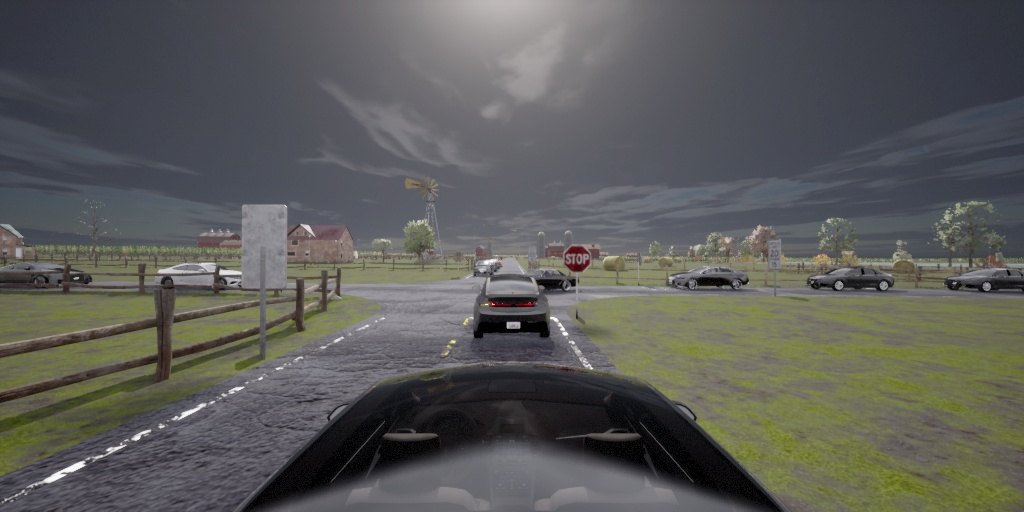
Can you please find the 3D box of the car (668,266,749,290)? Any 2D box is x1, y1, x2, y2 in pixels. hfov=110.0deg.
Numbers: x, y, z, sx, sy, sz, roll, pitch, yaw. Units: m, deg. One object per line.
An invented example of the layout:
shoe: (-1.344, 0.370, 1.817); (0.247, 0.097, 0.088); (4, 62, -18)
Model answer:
car: (12.797, 1.397, 23.468); (4.902, 1.511, 2.128); (1, -1, -2)

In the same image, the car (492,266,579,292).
car: (1.499, 1.369, 20.239); (4.718, 1.301, 1.895); (1, 0, -35)

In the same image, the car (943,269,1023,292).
car: (31.702, 1.587, 23.760); (4.892, 1.490, 1.837); (1, -1, -1)

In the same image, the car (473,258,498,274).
car: (-2.860, 1.243, 36.879); (2.128, 1.511, 4.902); (0, 0, 0)

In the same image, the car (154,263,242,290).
car: (-17.244, 1.103, 20.149); (4.674, 1.442, 1.812); (1, -1, -1)

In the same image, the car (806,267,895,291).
car: (22.199, 1.499, 23.639); (4.892, 1.490, 1.837); (1, -1, -1)

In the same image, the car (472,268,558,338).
car: (-0.074, 1.256, 10.193); (1.837, 1.490, 4.892); (0, 0, -3)

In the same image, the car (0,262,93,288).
car: (-26.364, 1.048, 20.027); (4.181, 1.385, 1.994); (1, -1, -1)

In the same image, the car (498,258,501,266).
car: (-2.853, 1.241, 46.325); (2.128, 1.511, 4.902); (0, 0, 0)

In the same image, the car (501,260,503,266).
car: (-2.823, 1.240, 55.867); (2.128, 1.511, 4.902); (0, 0, 0)
